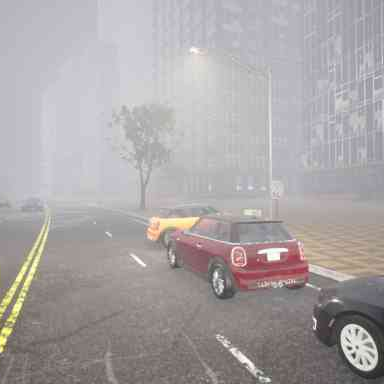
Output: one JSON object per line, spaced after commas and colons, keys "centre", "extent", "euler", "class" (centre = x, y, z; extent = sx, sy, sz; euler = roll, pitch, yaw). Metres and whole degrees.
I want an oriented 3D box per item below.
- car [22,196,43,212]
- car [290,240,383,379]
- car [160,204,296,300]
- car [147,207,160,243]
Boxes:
{"centre": [-18.816, 1.393, 39.379], "extent": [2.097, 1.767, 4.553], "euler": [0, 0, -24], "class": "car"}
{"centre": [3.620, 1.505, 3.359], "extent": [1.837, 1.490, 4.892], "euler": [0, 0, -35], "class": "car"}
{"centre": [0.887, 1.355, 8.831], "extent": [2.097, 1.767, 4.553], "euler": [0, 0, -22], "class": "car"}
{"centre": [0.389, 1.276, 14.414], "extent": [4.553, 1.767, 2.097], "euler": [-3, 1, -18], "class": "car"}
